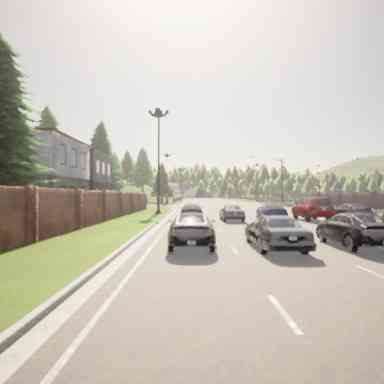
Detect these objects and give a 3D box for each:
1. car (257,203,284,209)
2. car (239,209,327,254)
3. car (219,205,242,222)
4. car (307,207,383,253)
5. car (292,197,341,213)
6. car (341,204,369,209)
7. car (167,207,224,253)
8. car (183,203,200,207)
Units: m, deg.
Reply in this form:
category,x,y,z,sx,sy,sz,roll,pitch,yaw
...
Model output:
category,x,y,z,sx,sy,sz,roll,pitch,yaw
car,6.974,1.752,29.491,1.882,1.535,5.008,0,0,0
car,3.486,1.678,14.003,2.033,1.411,5.357,0,-1,0
car,3.469,1.817,29.003,2.033,1.411,5.357,0,-1,0
car,6.989,1.626,14.319,2.128,1.511,4.902,0,0,0
car,10.469,1.487,29.053,2.150,2.045,5.566,0,0,0
car,13.972,1.765,29.324,2.128,1.511,4.902,0,0,0
car,-0.011,1.626,14.305,2.128,1.511,4.902,0,0,0
car,-0.026,1.752,29.486,1.882,1.535,5.008,0,0,0
